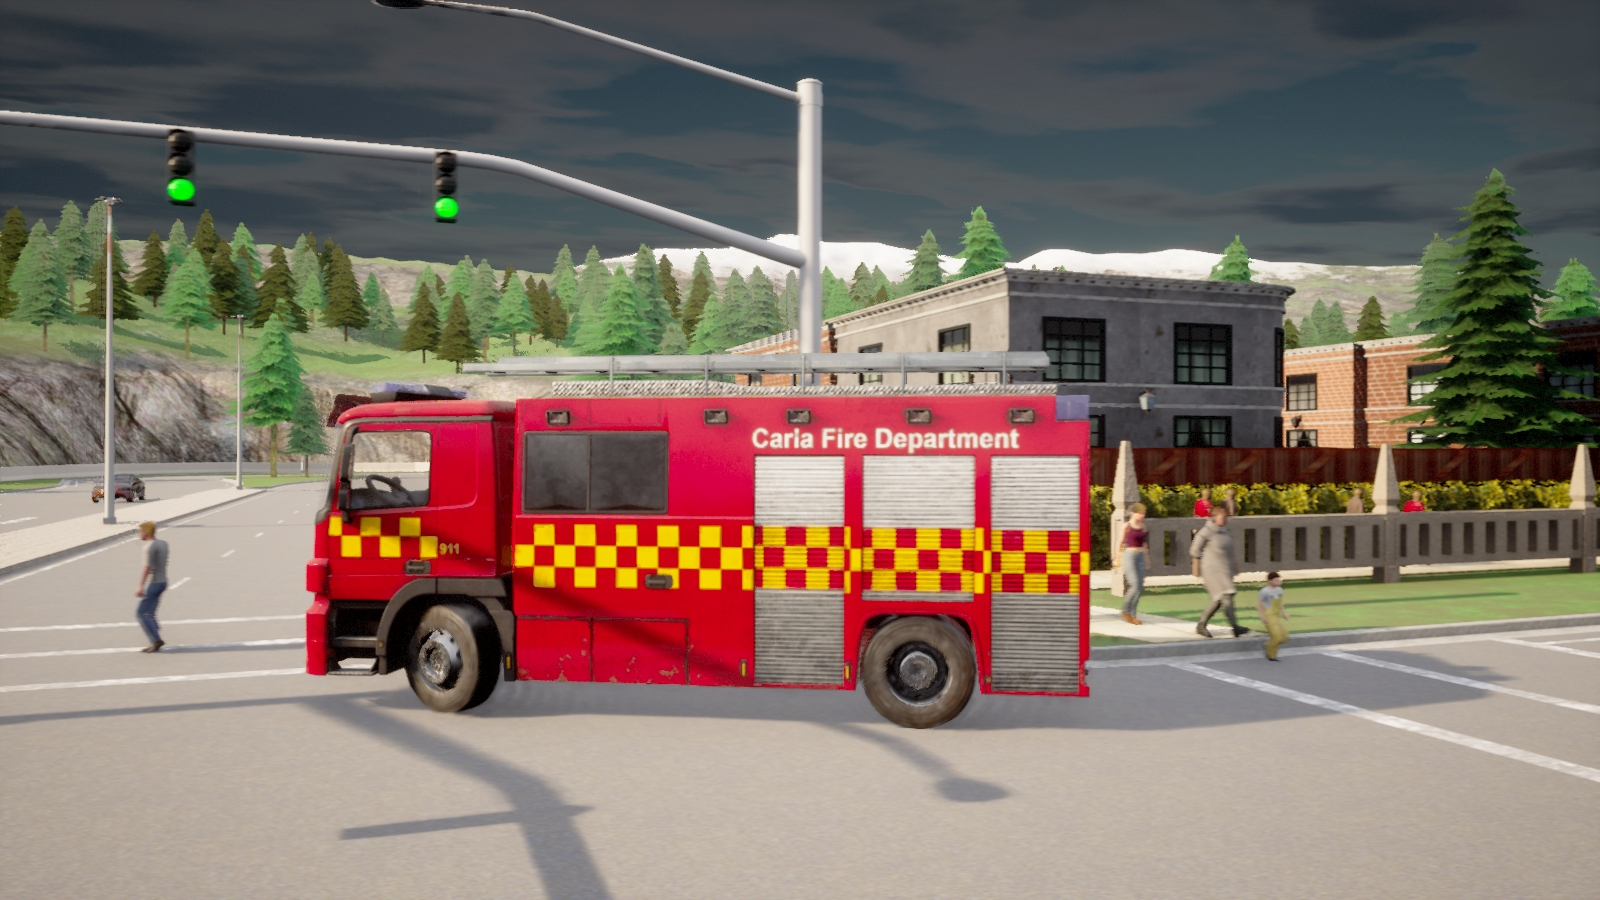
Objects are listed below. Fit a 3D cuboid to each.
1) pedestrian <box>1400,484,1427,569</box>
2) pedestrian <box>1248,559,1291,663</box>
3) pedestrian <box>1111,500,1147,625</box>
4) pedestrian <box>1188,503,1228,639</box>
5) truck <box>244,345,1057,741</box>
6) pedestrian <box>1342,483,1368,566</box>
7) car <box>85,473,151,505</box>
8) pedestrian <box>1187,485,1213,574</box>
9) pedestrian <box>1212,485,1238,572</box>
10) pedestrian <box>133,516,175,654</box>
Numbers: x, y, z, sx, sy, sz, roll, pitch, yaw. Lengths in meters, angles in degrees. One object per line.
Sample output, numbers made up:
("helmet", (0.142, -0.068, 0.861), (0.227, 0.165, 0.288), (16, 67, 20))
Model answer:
("pedestrian", (13.674, 1.693, 25.460), (0.375, 1.860, 0.375), (0, 0, -17))
("pedestrian", (6.233, 2.127, 15.178), (0.375, 1.300, 0.375), (0, 0, -29))
("pedestrian", (4.984, 1.692, 17.323), (0.375, 1.860, 0.375), (0, 0, -25))
("pedestrian", (5.745, 1.695, 16.097), (0.375, 1.860, 0.375), (0, 0, -28))
("truck", (-1.522, 0.890, 13.025), (8.468, 3.827, 2.891), (0, 0, 8))
("pedestrian", (12.619, 1.691, 25.994), (0.375, 1.860, 0.375), (0, 0, -20))
("car", (-36.554, 2.049, 61.358), (2.128, 1.511, 4.902), (0, 0, -19))
("pedestrian", (8.574, 1.694, 24.508), (0.375, 1.860, 0.375), (0, 0, -19))
("pedestrian", (9.212, 1.694, 24.743), (0.375, 1.860, 0.375), (0, 0, -20))
("pedestrian", (-8.893, 1.849, 15.738), (0.375, 1.860, 0.375), (0, 0, -5))
